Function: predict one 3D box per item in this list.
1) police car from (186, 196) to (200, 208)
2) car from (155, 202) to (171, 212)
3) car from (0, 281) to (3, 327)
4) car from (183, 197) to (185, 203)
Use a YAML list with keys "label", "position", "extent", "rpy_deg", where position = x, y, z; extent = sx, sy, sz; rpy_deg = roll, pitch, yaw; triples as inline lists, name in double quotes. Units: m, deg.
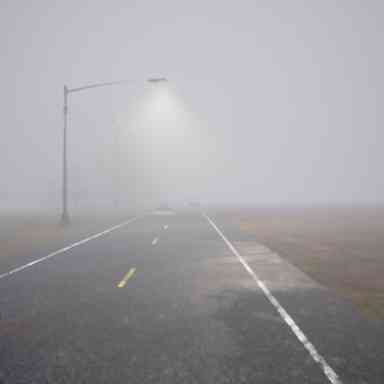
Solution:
- label: "police car"
  position: [0.407, 2.039, 59.615]
  extent: [1.930, 1.638, 5.238]
  rpy_deg: [0, -1, -1]
- label: "car"
  position: [-3.976, 2.031, 46.004]
  extent: [1.994, 1.385, 4.181]
  rpy_deg: [0, -1, -1]
- label: "car"
  position: [-3.608, 1.505, 2.651]
  extent: [1.882, 1.535, 5.008]
  rpy_deg: [0, -1, 0]
- label: "car"
  position: [-1.582, 2.266, 94.200]
  extent: [2.097, 1.767, 4.553]
  rpy_deg: [0, -1, -2]
